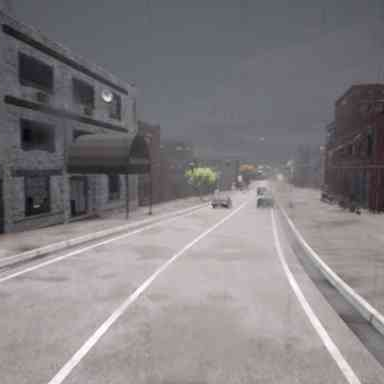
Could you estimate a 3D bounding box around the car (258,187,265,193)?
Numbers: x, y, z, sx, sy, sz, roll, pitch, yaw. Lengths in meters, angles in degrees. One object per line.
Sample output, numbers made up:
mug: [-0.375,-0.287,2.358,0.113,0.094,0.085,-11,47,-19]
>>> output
car: [18.515,-0.532,88.420,1.812,1.442,4.674,1,2,13]

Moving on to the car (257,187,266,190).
car: [12.110,0.539,54.309,2.097,1.767,4.553,1,2,13]

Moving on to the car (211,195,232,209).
car: [3.430,1.083,37.250,2.033,1.411,5.357,1,1,13]

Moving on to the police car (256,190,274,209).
police car: [8.562,1.014,38.850,1.930,1.638,5.238,1,1,13]
